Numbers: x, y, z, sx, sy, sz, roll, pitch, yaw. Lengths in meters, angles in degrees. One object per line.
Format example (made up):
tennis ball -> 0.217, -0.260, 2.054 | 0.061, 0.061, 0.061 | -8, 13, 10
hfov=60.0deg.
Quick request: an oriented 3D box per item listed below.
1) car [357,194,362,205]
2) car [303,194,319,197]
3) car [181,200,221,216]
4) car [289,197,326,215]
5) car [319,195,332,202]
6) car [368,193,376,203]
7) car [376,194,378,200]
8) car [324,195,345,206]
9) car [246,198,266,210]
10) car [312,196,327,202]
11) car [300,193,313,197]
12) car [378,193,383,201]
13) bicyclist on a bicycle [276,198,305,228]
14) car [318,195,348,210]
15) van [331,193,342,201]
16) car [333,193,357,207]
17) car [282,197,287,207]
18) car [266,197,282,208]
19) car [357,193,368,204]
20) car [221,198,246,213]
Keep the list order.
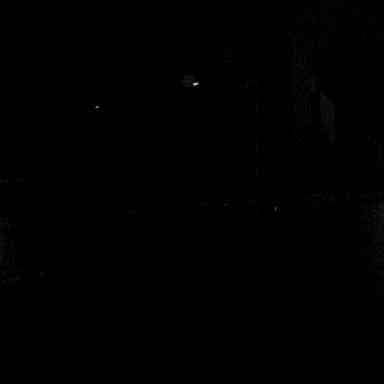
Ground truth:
car -> 23.702, 1.377, 49.973 | 1.947, 1.339, 4.313 | 0, 0, 35
car -> 17.028, 1.338, 44.846 | 2.128, 1.511, 4.902 | -1, 0, 34
car -> 0.641, 1.524, 31.658 | 1.802, 1.307, 4.206 | 0, 0, 35
car -> 10.857, 1.424, 31.434 | 1.947, 1.339, 4.313 | 0, 0, 35
car -> 29.547, 1.426, 73.377 | 1.802, 1.307, 4.206 | 0, 0, 35
car -> 33.336, 1.099, 63.880 | 2.192, 1.841, 5.009 | 0, 0, 35
car -> 36.645, 1.302, 68.653 | 1.752, 1.417, 4.829 | -1, 0, 35
car -> 22.914, 1.320, 53.346 | 2.128, 1.511, 4.902 | -1, 0, 35
car -> 7.065, 1.494, 40.929 | 1.802, 1.307, 4.206 | 0, 0, 35
car -> 26.336, 1.418, 68.743 | 1.947, 1.339, 4.313 | 0, 0, 35
car -> 19.911, 1.415, 59.471 | 1.887, 1.381, 4.507 | 0, 0, 35
car -> 42.971, 1.358, 77.783 | 1.802, 1.307, 4.206 | -1, 0, 35
bicyclist on a bicycle -> 5.385, 1.177, 18.336 | 1.656, 1.620, 0.582 | -1, 0, 35
car -> 17.279, 1.377, 40.704 | 1.887, 1.381, 4.507 | 0, 0, 35
van -> 35.969, 1.185, 82.650 | 1.690, 1.788, 3.998 | -1, 0, 35
car -> 20.490, 1.136, 45.340 | 2.192, 1.841, 5.009 | 0, 0, 35
car -> 13.488, 1.455, 50.200 | 1.947, 1.339, 4.313 | 0, 0, 35
car -> 10.179, 1.426, 45.424 | 1.752, 1.417, 4.829 | 0, 0, 35
car -> 26.913, 1.117, 54.609 | 2.192, 1.841, 5.009 | 0, 0, 35
car -> 3.852, 1.366, 36.293 | 1.967, 1.590, 4.097 | 0, 0, 35
